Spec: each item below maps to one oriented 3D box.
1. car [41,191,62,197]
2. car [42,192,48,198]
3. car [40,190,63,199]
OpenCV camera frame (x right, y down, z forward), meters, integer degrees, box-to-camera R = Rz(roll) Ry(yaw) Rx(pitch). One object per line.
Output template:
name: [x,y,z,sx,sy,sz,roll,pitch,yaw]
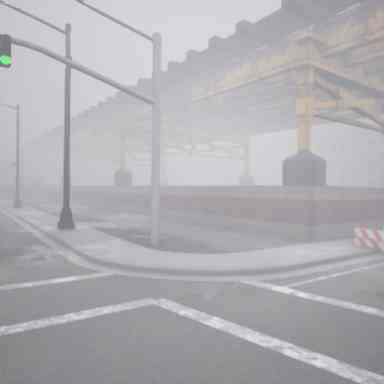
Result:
car: [-28.531,0.323,67.843,1.853,1.218,4.536,1,1,10]
car: [-25.954,0.548,63.980,4.974,1.542,2.038,1,1,20]
car: [-28.541,0.481,67.793,2.038,1.542,4.974,1,1,10]
